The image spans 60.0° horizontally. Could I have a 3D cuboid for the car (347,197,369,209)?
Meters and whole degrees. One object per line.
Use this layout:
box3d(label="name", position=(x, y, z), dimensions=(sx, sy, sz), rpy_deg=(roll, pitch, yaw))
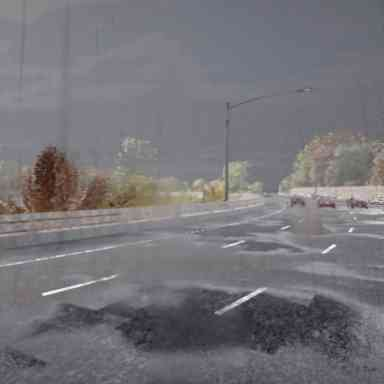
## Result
box3d(label="car", position=(20.816, 1.346, 42.028), dimensions=(1.812, 1.442, 4.674), rpy_deg=(0, 0, 17))

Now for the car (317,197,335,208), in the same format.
box3d(label="car", position=(17.838, 1.355, 44.344), dimensions=(1.994, 1.385, 4.181), rpy_deg=(0, 0, 16))

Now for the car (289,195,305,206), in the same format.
box3d(label="car", position=(15.239, 1.259, 47.999), dimensions=(1.837, 1.490, 4.892), rpy_deg=(1, 0, 15))
